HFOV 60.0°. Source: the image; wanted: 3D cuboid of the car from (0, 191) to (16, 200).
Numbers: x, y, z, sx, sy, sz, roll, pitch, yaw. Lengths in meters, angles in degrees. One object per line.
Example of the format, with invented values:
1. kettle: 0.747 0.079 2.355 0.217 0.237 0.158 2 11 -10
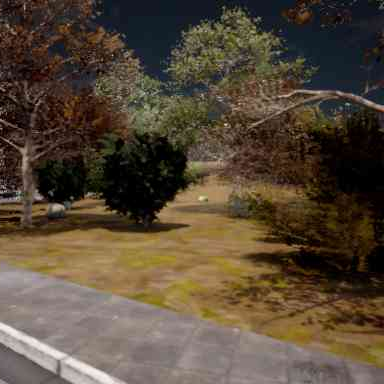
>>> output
1. car: -33.558 0.482 59.305 1.882 1.535 5.008 -1 2 8
